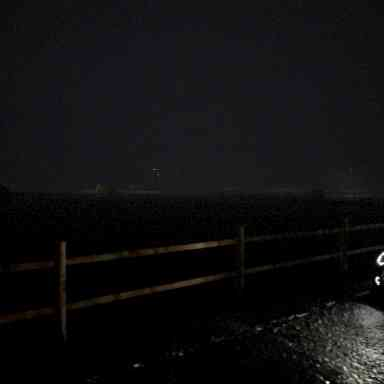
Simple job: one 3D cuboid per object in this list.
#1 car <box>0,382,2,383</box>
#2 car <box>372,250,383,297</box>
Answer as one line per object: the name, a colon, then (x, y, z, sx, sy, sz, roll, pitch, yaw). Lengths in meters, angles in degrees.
car: (-3.403, 1.504, 0.774, 5.357, 1.411, 2.033, 0, 1, -34)
car: (5.828, 1.312, 7.019, 4.553, 1.767, 2.097, 0, 1, -34)
